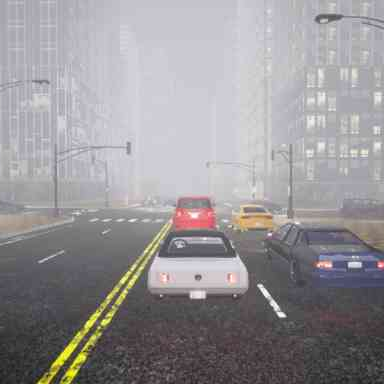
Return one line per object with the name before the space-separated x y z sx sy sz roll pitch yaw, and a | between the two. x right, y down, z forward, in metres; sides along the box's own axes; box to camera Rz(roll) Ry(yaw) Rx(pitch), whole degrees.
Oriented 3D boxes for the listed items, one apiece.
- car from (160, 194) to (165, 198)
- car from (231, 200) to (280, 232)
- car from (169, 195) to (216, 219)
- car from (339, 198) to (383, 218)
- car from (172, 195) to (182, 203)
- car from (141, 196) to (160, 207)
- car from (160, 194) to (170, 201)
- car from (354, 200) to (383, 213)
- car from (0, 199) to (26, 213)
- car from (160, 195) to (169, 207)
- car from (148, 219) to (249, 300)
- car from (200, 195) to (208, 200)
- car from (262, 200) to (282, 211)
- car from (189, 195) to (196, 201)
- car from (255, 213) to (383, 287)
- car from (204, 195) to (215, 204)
car | -6.495 1.432 60.417 1.882 1.535 5.008 0 0 -1
car | 3.372 1.468 19.175 1.882 1.535 5.008 0 0 1
car | 0.117 1.212 18.088 2.150 2.045 5.566 0 0 0
car | 16.231 1.519 30.762 5.009 1.841 2.192 1 0 1
car | -3.181 1.465 71.526 2.128 1.511 4.902 0 0 0
car | -6.545 1.457 50.744 2.128 1.511 4.902 0 0 0
car | -6.422 1.282 80.617 2.097 1.767 4.553 0 0 0
car | 21.848 1.642 39.043 4.829 1.417 1.752 1 0 1
car | -19.360 1.407 33.970 4.181 1.385 1.994 1 1 1
car | -3.289 1.529 51.177 1.994 1.385 4.181 0 0 0
car | 0.110 1.597 8.329 1.895 1.301 4.718 0 0 0
car | 3.340 1.448 92.399 2.033 1.411 5.357 0 0 0
car | 6.961 1.585 36.140 5.357 1.411 2.033 0 1 -9
car | 0.080 1.449 82.183 1.812 1.442 4.674 0 0 0
car | 3.364 1.543 9.356 2.033 1.411 5.357 0 0 0
car | 3.409 1.425 65.571 1.882 1.535 5.008 0 0 0
